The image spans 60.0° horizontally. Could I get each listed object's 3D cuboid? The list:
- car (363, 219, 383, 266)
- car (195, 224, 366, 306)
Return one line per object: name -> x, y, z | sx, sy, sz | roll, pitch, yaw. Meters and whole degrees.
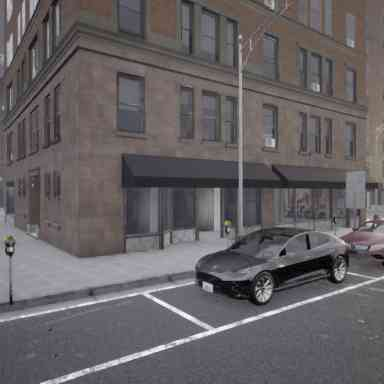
car -> 6.550, 1.582, 11.274 | 4.206, 1.307, 1.802 | 0, 0, -36
car -> 2.088, 1.566, 8.056 | 4.313, 1.339, 1.947 | 0, 0, -36
